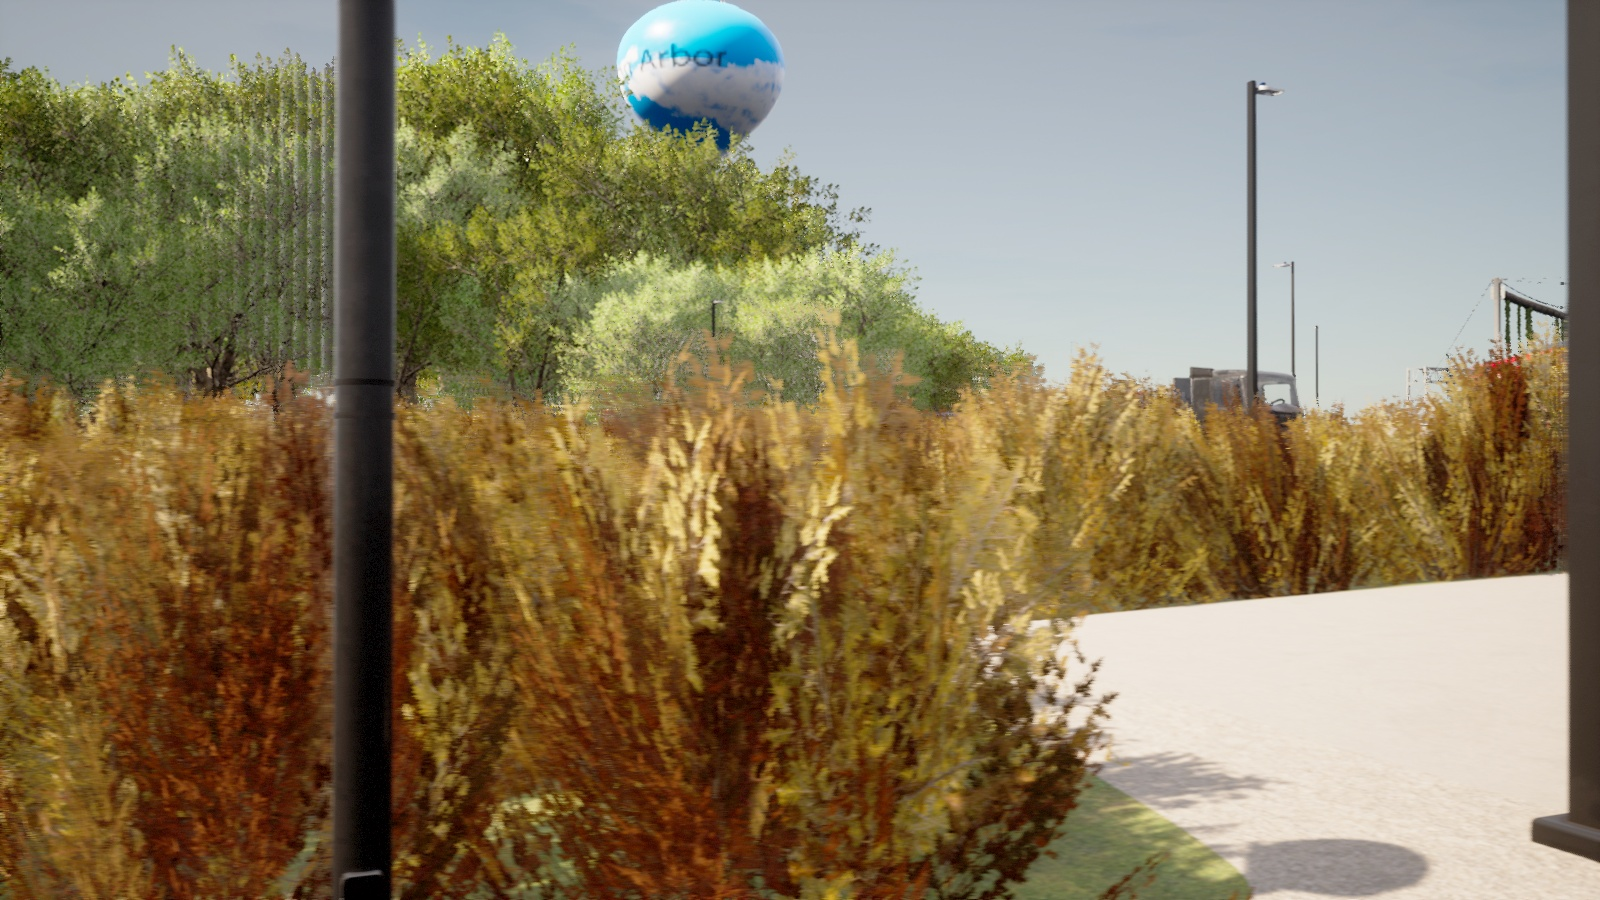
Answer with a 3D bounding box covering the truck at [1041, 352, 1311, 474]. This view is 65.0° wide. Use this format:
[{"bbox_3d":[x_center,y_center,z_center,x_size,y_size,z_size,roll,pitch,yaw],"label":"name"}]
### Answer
[{"bbox_3d":[11.658,-1.010,39.727,2.891,3.462,7.936,0,-1,-38],"label":"truck"}]
